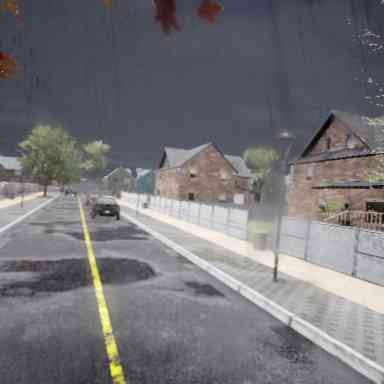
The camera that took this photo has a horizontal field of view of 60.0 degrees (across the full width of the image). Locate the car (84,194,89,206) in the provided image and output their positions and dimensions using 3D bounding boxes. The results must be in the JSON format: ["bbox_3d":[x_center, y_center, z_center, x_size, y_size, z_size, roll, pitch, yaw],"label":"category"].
[{"bbox_3d":[-11.089,0.850,37.796,1.812,1.442,4.674,5,0,-19],"label":"car"}]

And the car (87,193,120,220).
[{"bbox_3d":[-6.404,1.100,24.396,1.882,1.535,5.008,5,0,-19],"label":"car"}]

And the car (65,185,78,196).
[{"bbox_3d":[-23.411,-0.280,64.638,2.150,2.045,5.566,5,-1,-19],"label":"car"}]
